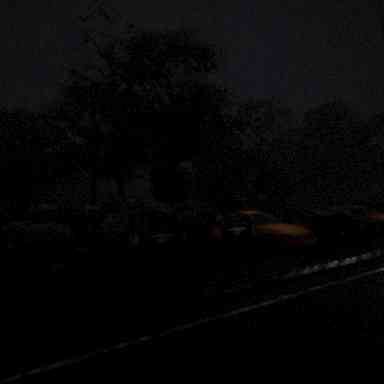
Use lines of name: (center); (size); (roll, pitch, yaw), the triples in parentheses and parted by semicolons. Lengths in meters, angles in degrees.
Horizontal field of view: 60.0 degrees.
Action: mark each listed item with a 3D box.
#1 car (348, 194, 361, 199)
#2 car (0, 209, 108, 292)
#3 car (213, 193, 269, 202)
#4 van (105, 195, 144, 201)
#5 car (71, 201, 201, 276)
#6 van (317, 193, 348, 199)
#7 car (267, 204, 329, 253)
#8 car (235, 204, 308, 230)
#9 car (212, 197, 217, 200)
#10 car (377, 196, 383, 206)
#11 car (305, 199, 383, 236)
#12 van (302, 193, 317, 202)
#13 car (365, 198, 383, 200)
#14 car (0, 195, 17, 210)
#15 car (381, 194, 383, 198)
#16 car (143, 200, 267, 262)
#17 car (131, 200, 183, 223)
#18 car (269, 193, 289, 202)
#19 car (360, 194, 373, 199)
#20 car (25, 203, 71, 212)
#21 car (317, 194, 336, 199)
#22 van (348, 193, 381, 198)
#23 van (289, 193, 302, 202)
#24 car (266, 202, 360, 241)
car: (17.537, 1.368, 40.772); (2.163, 1.488, 4.792); (0, 0, -35)
car: (-4.313, 1.462, 9.137); (2.097, 1.535, 5.008); (0, 0, -35)
car: (4.028, 1.139, 31.093); (2.435, 2.045, 5.566); (0, 0, -35)
van: (-5.188, 1.205, 24.716); (1.878, 1.987, 4.442); (0, 0, -35)
car: (-2.036, 1.327, 10.725); (2.185, 1.767, 4.553); (0, 0, -35)
van: (15.374, 1.117, 39.065); (1.878, 1.987, 4.442); (0, 0, -36)
car: (2.578, 1.429, 13.818); (1.946, 1.575, 5.366); (0, 0, -35)
car: (5.168, 1.529, 21.331); (4.718, 1.301, 1.895); (0, 0, -36)
car: (-0.500, 1.410, 27.900); (2.097, 1.535, 5.008); (0, 0, -35)
car: (31.200, 1.400, 50.227); (1.946, 1.575, 5.366); (0, 0, -35)
car: (9.365, 1.399, 18.645); (1.946, 1.575, 5.366); (0, 0, -35)
van: (10.716, 1.134, 36.028); (1.878, 1.987, 4.442); (0, 0, -35)
car: (13.799, 1.411, 21.991); (2.163, 1.488, 4.792); (0, 0, -35)
car: (-11.876, 1.210, 19.781); (2.435, 2.045, 5.566); (0, 0, -35)
car: (24.338, 1.391, 45.539); (2.163, 1.488, 4.792); (0, 0, -35)
car: (0.226, 1.317, 12.334); (2.185, 1.767, 4.553); (0, 0, -35)
car: (-2.863, 1.461, 26.229); (2.002, 1.452, 4.674); (0, 0, -35)
car: (6.286, 1.129, 32.699); (2.435, 2.045, 5.566); (0, 0, -35)
car: (19.688, 1.370, 42.302); (2.163, 1.488, 4.792); (0, 0, -35)
car: (-9.529, 1.451, 21.478); (2.097, 1.535, 5.008); (0, 0, -35)
car: (13.038, 1.350, 37.543); (2.097, 1.535, 5.008); (0, 0, -35)
van: (21.896, 1.123, 43.980); (1.878, 1.987, 4.442); (0, 0, -35)
van: (8.594, 1.144, 34.232); (1.878, 1.987, 4.442); (0, 0, -35)
car: (4.736, 1.423, 15.573); (2.231, 1.521, 4.892); (0, 0, -35)
